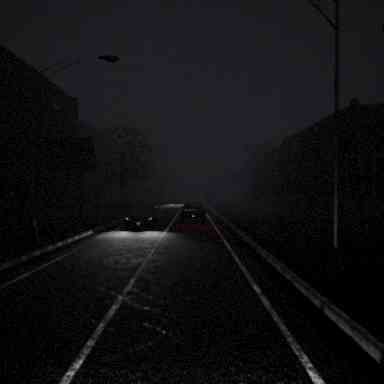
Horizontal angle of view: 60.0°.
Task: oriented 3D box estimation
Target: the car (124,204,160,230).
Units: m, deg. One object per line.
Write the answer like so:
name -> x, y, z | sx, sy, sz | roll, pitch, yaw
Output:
car -> -3.100, 1.545, 21.508 | 1.812, 1.442, 4.674 | 0, 0, 0

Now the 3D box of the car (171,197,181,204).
car -> -3.020, 1.650, 63.508 | 1.895, 1.301, 4.718 | 0, 0, 0

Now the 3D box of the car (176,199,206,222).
car -> 0.096, 1.526, 26.221 | 2.128, 1.511, 4.902 | 0, 0, 0

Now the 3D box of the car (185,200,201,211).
car -> 0.096, 1.692, 43.033 | 1.895, 1.301, 4.718 | 0, 0, 0
